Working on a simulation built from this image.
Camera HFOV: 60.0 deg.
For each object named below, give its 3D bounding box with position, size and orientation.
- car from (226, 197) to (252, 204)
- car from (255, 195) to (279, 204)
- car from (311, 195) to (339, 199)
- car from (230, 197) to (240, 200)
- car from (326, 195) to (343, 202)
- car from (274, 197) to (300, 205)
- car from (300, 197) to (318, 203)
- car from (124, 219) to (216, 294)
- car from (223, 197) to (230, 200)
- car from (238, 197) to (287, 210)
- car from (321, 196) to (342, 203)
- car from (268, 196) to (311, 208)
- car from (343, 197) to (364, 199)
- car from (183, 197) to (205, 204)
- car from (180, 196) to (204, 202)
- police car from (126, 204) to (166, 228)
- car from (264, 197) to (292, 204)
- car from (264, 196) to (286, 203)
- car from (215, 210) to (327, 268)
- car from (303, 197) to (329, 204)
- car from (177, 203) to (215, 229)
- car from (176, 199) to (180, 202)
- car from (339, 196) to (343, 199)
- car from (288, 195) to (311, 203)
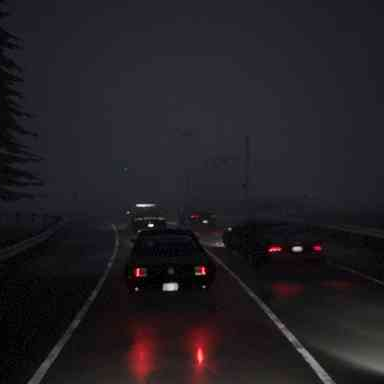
[{"bbox_3d":[10.391,1.818,73.755,5.357,1.411,2.033,0,0,-21],"label":"car"},{"bbox_3d":[16.312,1.626,72.236,4.553,1.767,2.097,0,0,-21],"label":"car"},{"bbox_3d":[27.206,1.734,68.888,5.008,1.535,1.882,0,0,-21],"label":"car"},{"bbox_3d":[10.222,1.741,62.564,4.892,1.490,1.837,0,0,-20],"label":"car"},{"bbox_3d":[37.113,1.646,86.585,4.553,1.767,2.097,0,0,-35],"label":"car"},{"bbox_3d":[18.753,1.772,65.696,4.674,1.442,1.812,0,0,-20],"label":"car"},{"bbox_3d":[28.509,1.855,81.049,4.181,1.385,1.994,0,0,-27],"label":"car"},{"bbox_3d":[-0.693,1.636,8.916,1.895,1.301,4.718,0,0,-7],"label":"car"},{"bbox_3d":[9.058,1.774,65.835,4.674,1.442,1.812,0,0,-20],"label":"car"},{"bbox_3d":[8.285,1.654,39.226,4.892,1.490,1.837,0,0,-21],"label":"car"},{"bbox_3d":[33.498,1.822,79.840,4.902,1.511,2.128,0,0,-31],"label":"car"},{"bbox_3d":[13.098,1.519,44.764,4.553,1.767,2.097,0,0,-21],"label":"car"},{"bbox_3d":[36.518,1.812,73.482,5.357,1.411,2.033,0,0,-31],"label":"car"},{"bbox_3d":[0.420,1.819,70.022,4.181,1.385,1.994,0,0,-21],"label":"car"},{"bbox_3d":[0.573,1.788,58.971,4.181,1.385,1.994,0,0,-20],"label":"car"},{"bbox_3d":[-2.747,1.500,19.493,1.930,1.638,5.238,0,0,-14],"label":"police car"},{"bbox_3d":[17.892,1.799,69.089,5.357,1.411,2.033,0,0,-21],"label":"car"},{"bbox_3d":[19.238,1.789,77.068,4.892,1.490,1.837,0,0,-21],"label":"car"},{"bbox_3d":[2.477,1.591,11.446,2.033,1.411,5.357,0,0,-8],"label":"car"},{"bbox_3d":[27.001,1.810,72.579,5.357,1.411,2.033,0,0,-23],"label":"car"},{"bbox_3d":[0.263,1.610,22.121,1.812,1.442,4.674,0,0,-14],"label":"car"},{"bbox_3d":[0.020,1.590,62.503,4.553,1.767,2.097,0,0,-22],"label":"car"},{"bbox_3d":[36.239,1.827,77.442,5.357,1.411,2.033,0,0,-31],"label":"car"},{"bbox_3d":[24.373,1.636,75.304,4.553,1.767,2.097,0,0,-21],"label":"car"}]
